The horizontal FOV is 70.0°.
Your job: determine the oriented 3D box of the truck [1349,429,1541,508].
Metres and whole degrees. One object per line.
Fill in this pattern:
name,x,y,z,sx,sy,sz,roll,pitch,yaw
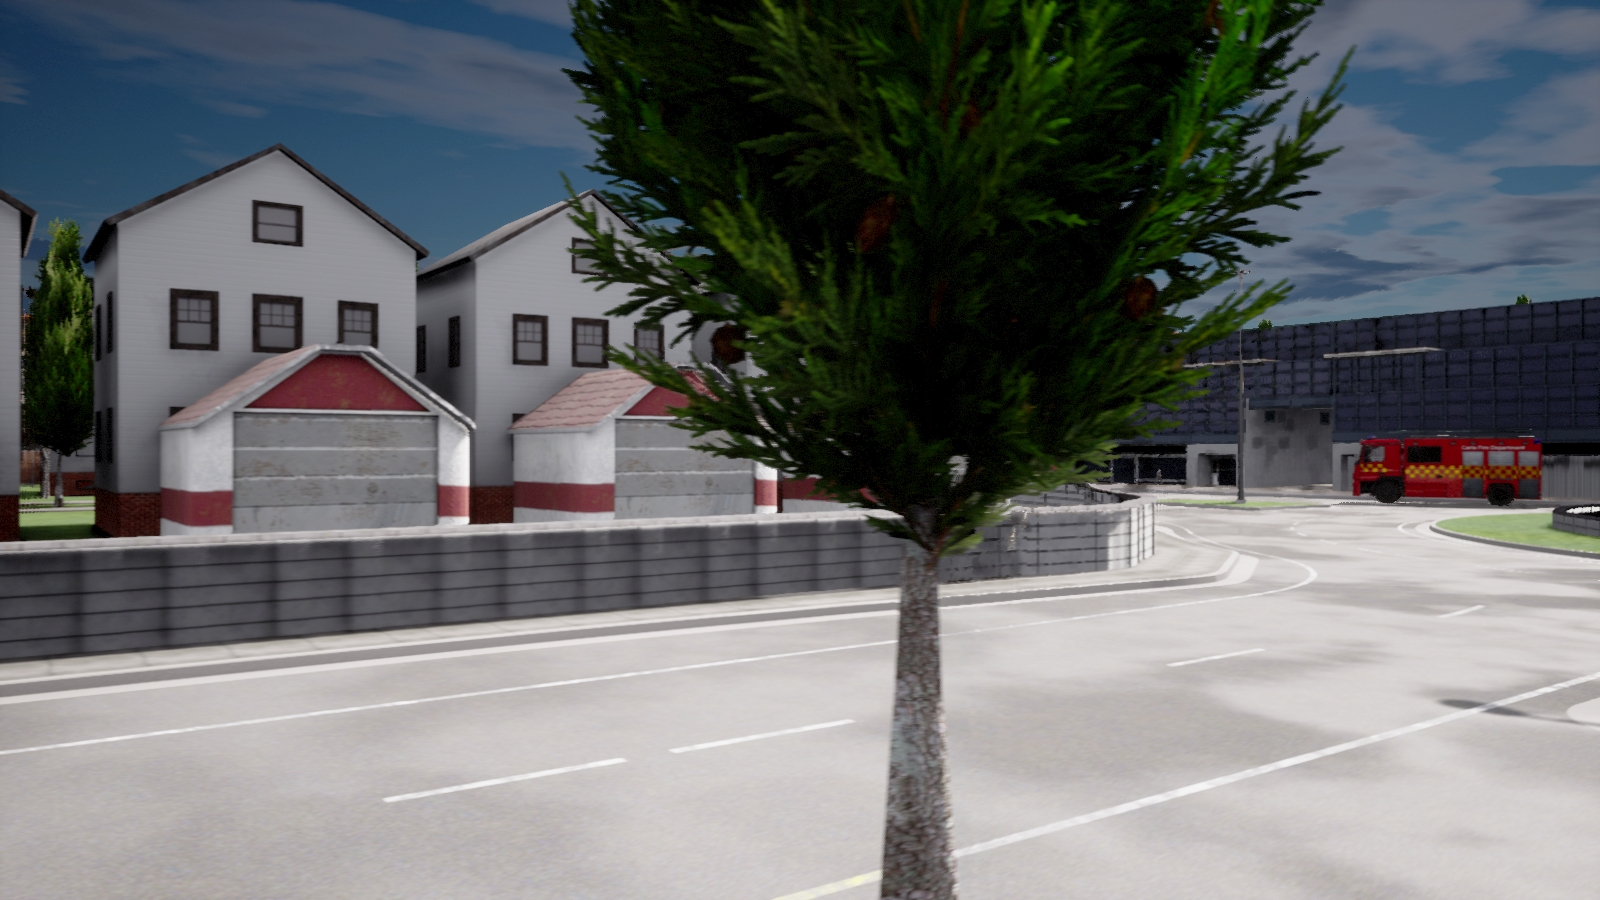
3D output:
truck,33.287,0.890,59.208,8.468,3.827,2.891,0,0,31
